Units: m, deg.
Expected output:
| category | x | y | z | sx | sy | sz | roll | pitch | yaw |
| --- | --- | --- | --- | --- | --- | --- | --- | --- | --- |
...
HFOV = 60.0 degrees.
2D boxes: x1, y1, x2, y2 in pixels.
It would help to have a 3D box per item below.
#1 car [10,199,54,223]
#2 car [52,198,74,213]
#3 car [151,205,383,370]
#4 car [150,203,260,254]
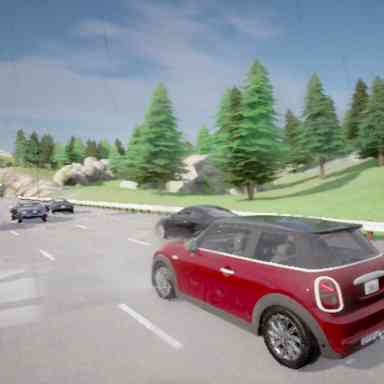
| category | x | y | z | sx | sy | sz | roll | pitch | yaw |
| --- | --- | --- | --- | --- | --- | --- | --- | --- | --- |
| car | -11.947 | 1.387 | 24.227 | 2.033 | 1.411 | 5.357 | -2 | 1 | -36 |
| car | -12.523 | 1.285 | 31.021 | 1.994 | 1.385 | 4.181 | -2 | 1 | -36 |
| car | 1.044 | 1.192 | 5.881 | 2.097 | 1.767 | 4.553 | -2 | 1 | -34 |
| car | 0.290 | 1.244 | 13.115 | 1.812 | 1.442 | 4.674 | -2 | 1 | -35 |
